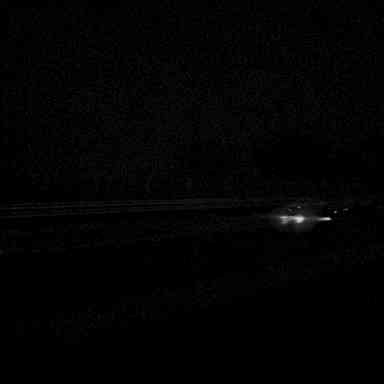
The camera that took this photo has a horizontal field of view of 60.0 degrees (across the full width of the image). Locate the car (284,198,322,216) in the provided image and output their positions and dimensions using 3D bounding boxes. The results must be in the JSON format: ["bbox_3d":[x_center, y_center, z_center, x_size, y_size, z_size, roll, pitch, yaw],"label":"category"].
[{"bbox_3d":[9.982,1.232,28.881,4.674,1.442,1.812,0,0,-36],"label":"car"}]

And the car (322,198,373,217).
[{"bbox_3d":[12.718,1.244,26.553,4.674,1.442,1.812,0,0,-36],"label":"car"}]
